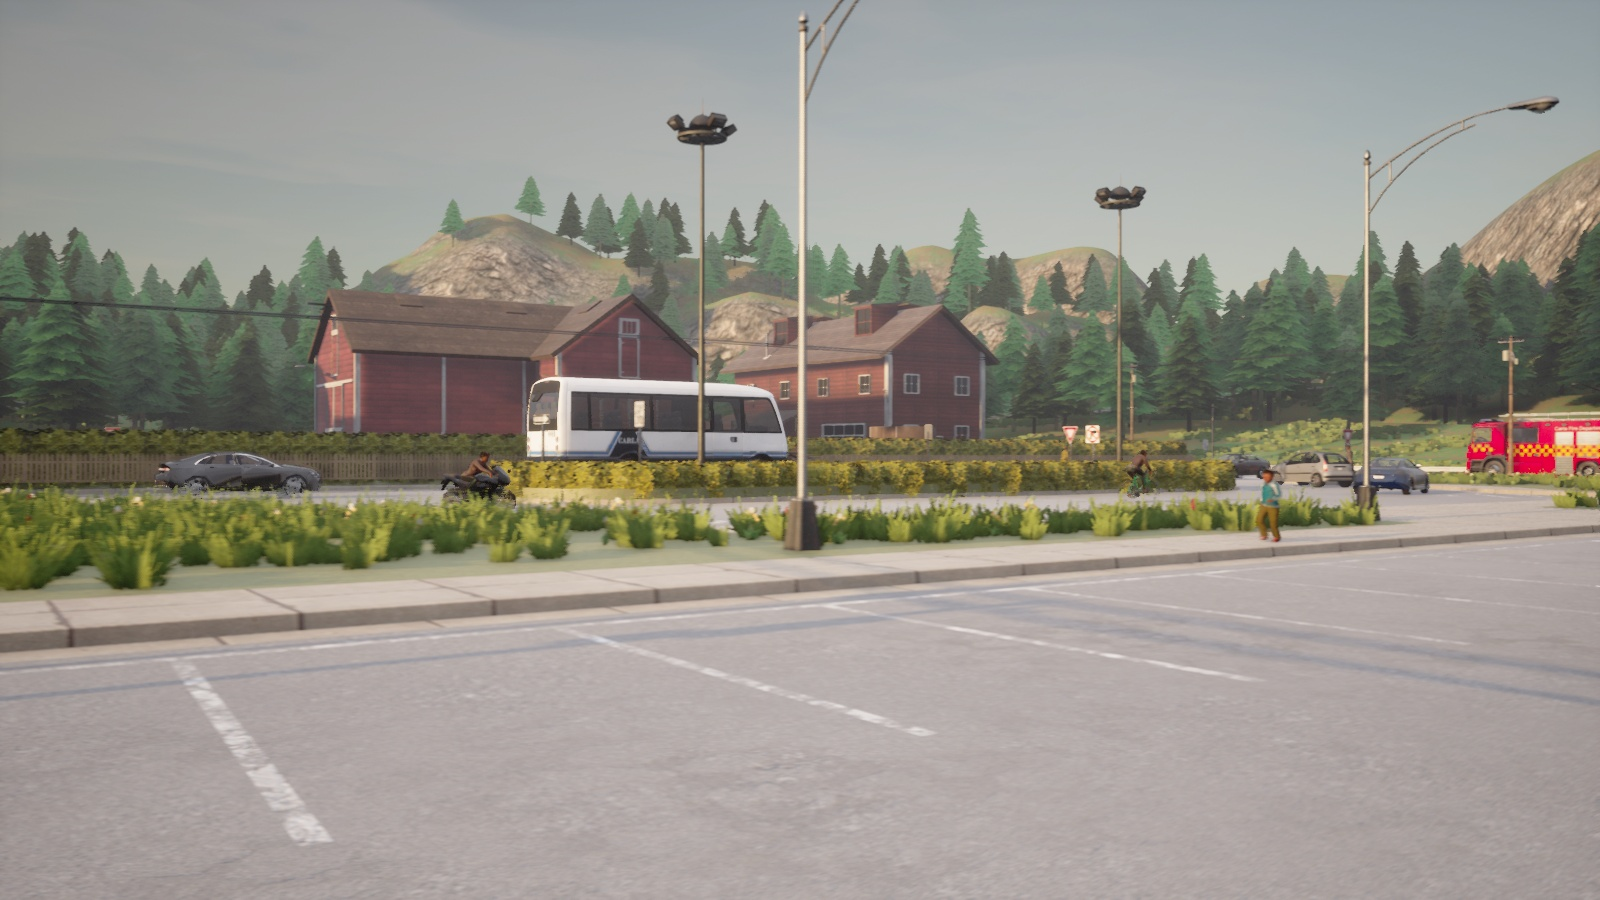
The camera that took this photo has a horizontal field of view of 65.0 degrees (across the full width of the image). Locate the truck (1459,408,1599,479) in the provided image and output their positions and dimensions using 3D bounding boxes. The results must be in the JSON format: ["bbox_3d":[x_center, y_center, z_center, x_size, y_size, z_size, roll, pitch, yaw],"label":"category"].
[{"bbox_3d":[42.044,-0.333,70.601,2.891,3.827,8.468,0,0,-34],"label":"truck"}]

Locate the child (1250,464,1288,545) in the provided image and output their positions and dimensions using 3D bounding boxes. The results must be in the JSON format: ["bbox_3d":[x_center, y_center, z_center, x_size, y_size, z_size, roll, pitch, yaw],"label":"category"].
[{"bbox_3d":[7.071,0.812,18.930,0.448,1.192,0.343,0,0,-36],"label":"child"}]

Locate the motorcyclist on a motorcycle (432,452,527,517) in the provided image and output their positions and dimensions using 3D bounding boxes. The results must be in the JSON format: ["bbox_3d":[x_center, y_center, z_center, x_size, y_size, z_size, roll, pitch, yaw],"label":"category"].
[{"bbox_3d":[-7.643,0.817,29.943,2.044,1.523,0.797,0,-2,17],"label":"motorcyclist on a motorcycle"}]

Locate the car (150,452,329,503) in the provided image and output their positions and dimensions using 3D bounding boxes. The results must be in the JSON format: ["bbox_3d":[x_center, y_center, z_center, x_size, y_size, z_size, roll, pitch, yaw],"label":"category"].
[{"bbox_3d":[-17.811,0.837,40.000,4.902,1.511,2.128,0,0,-34],"label":"car"}]

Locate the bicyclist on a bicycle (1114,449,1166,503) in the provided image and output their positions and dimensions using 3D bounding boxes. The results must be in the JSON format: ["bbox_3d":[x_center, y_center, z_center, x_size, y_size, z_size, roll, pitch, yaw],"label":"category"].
[{"bbox_3d":[10.331,0.770,38.173,1.656,1.620,0.582,0,0,-34],"label":"bicyclist on a bicycle"}]

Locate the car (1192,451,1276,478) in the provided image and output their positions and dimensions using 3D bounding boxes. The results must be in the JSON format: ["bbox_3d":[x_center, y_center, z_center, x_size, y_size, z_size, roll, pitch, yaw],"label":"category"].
[{"bbox_3d":[25.450,0.831,73.550,4.902,1.511,2.128,0,0,-34],"label":"car"}]

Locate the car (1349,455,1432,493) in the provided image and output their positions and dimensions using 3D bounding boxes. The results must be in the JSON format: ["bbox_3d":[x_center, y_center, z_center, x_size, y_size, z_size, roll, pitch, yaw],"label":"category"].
[{"bbox_3d":[22.491,0.880,47.734,1.994,1.385,4.181,0,0,38],"label":"car"}]

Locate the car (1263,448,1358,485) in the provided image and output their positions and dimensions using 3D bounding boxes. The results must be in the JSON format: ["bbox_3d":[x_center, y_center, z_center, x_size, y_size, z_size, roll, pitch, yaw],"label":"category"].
[{"bbox_3d":[23.282,0.736,57.389,1.851,1.617,3.988,0,0,-19],"label":"car"}]

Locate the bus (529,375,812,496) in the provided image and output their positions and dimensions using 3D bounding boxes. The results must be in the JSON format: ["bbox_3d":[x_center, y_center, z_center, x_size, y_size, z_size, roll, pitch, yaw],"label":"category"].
[{"bbox_3d":[-4.883,-0.501,48.767,10.273,4.253,3.944,0,0,-34],"label":"bus"}]
